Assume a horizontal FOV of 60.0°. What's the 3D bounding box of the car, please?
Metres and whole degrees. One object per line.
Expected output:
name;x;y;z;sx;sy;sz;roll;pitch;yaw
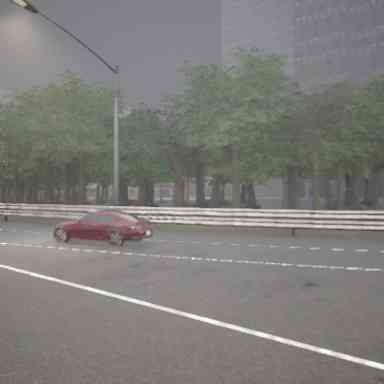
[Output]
car;-3.960;1.550;14.842;4.674;1.442;1.812;0;0;21
